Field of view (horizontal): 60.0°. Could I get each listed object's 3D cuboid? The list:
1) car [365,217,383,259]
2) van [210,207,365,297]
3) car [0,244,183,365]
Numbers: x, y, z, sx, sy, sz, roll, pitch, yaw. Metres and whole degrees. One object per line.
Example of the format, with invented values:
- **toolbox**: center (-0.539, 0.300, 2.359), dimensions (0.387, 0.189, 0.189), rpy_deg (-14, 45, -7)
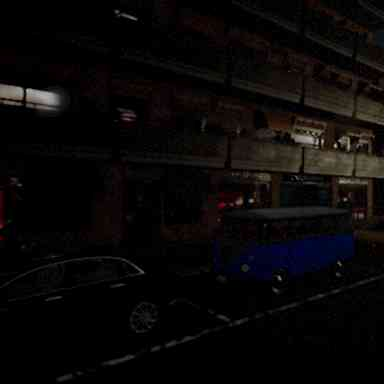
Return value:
- **car**: center (6.725, 1.431, 11.336), dimensions (4.829, 1.417, 1.752), rpy_deg (-1, 1, -35)
- **van**: center (2.328, 1.290, 8.199), dimensions (3.998, 1.788, 1.690), rpy_deg (-1, 1, -35)
- **car**: center (-2.208, 1.543, 4.970), dimensions (4.403, 1.369, 2.008), rpy_deg (-1, 1, -35)
